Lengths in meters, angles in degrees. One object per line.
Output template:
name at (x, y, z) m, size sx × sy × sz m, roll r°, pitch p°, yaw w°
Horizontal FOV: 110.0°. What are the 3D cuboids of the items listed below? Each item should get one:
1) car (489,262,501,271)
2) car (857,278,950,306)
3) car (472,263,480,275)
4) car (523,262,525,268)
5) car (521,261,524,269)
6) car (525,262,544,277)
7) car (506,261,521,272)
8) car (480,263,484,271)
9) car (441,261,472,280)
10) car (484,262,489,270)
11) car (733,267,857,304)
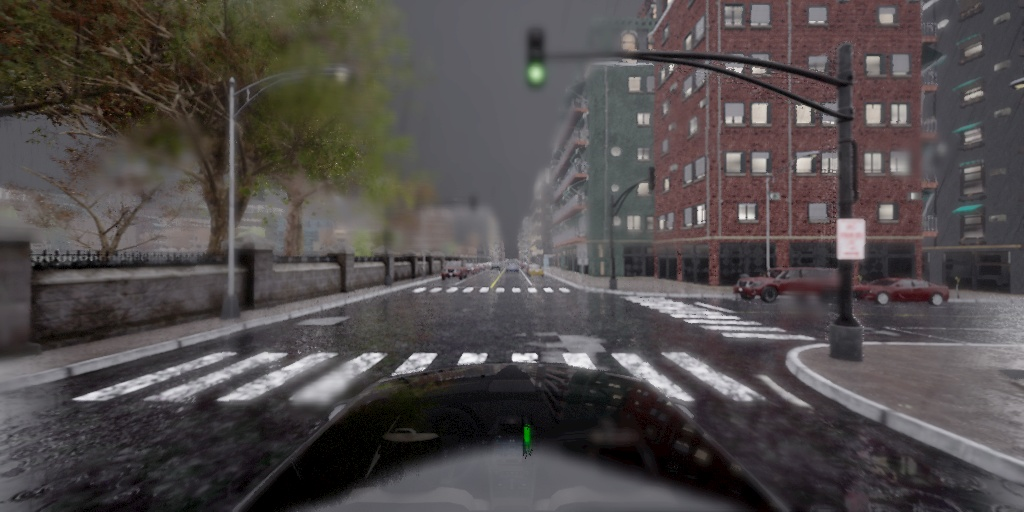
car at (-2.940, 1.973, 65.270) m, size 1.895 × 1.301 × 4.718 m, roll 0°, pitch -1°, yaw 0°
car at (20.309, 1.835, 19.003) m, size 4.507 × 1.381 × 1.888 m, roll 0°, pitch 0°, yaw 0°
car at (-5.647, 1.624, 46.668) m, size 1.967 × 1.591 × 4.097 m, roll 0°, pitch 0°, yaw 0°
car at (2.734, 1.729, 46.660) m, size 1.888 × 1.381 × 4.507 m, roll 0°, pitch 0°, yaw 0°
car at (2.739, 1.791, 52.195) m, size 2.007 × 1.370 × 4.403 m, roll 0°, pitch 0°, yaw 0°
car at (2.728, 1.654, 41.295) m, size 1.751 × 1.417 × 4.829 m, roll 0°, pitch 0°, yaw 0°
car at (0.058, 1.842, 55.948) m, size 1.994 × 1.385 × 4.181 m, roll 0°, pitch -1°, yaw 0°
car at (-5.641, 1.785, 52.203) m, size 1.888 × 1.381 × 4.507 m, roll 0°, pitch 0°, yaw 0°
car at (-5.658, 1.388, 35.598) m, size 2.192 × 1.841 × 5.009 m, roll 0°, pitch 0°, yaw 0°
car at (-5.631, 1.934, 63.272) m, size 1.802 × 1.307 × 4.207 m, roll 0°, pitch 0°, yaw 0°
car at (14.615, 1.501, 18.992) m, size 5.009 × 1.841 × 2.192 m, roll 0°, pitch 0°, yaw 0°
